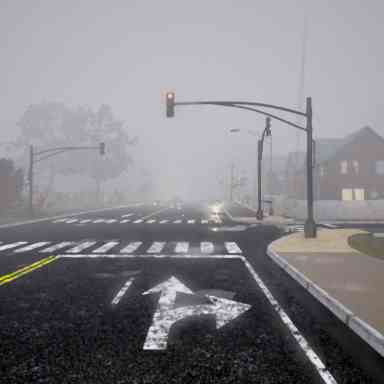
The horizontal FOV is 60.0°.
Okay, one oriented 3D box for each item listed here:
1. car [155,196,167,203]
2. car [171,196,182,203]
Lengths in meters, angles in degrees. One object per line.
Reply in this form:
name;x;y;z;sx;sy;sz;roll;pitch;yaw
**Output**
car;-6.330;1.497;68.207;1.882;1.535;5.008;0;0;5
car;-3.095;1.536;67.889;1.812;1.442;4.674;0;0;5
